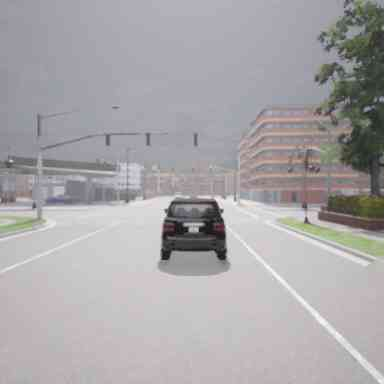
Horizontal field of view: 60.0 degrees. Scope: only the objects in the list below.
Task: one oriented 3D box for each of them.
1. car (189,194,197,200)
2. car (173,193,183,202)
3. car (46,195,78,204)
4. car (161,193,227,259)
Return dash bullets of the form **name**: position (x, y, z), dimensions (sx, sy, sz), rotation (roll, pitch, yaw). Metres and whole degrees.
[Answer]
- **car**: position (0.171, 1.350, 88.837), dimensions (2.128, 1.511, 4.902), rotation (0, 0, -1)
- **car**: position (-3.212, 1.206, 75.530), dimensions (2.150, 2.045, 5.566), rotation (0, 0, -1)
- **car**: position (-23.337, 1.281, 58.717), dimensions (4.611, 1.667, 2.242), rotation (0, 0, 1)
- **car**: position (0.071, 1.220, 12.747), dimensions (2.150, 2.045, 5.566), rotation (0, 0, 0)
